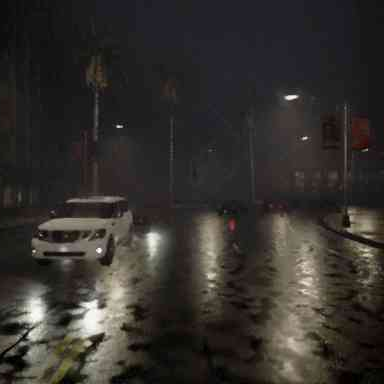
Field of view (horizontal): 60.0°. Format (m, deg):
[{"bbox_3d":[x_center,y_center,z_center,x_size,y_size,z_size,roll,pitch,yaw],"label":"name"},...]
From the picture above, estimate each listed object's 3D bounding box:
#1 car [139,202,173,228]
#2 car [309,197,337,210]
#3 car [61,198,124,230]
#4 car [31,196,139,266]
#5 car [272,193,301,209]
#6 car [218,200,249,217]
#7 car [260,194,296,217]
[{"bbox_3d":[-2.574,1.436,21.989,1.882,1.535,5.008,0,0,10],"label":"car"},{"bbox_3d":[16.794,1.399,42.160,5.008,1.535,1.882,0,0,-41],"label":"car"},{"bbox_3d":[-6.230,1.309,21.502,2.097,1.767,4.553,0,0,10],"label":"car"},{"bbox_3d":[-3.503,1.199,11.840,2.150,2.045,5.566,0,0,0],"label":"car"},{"bbox_3d":[11.817,1.143,42.328,2.150,2.045,5.566,0,0,44],"label":"car"},{"bbox_3d":[3.783,1.469,30.388,1.812,1.442,4.674,0,0,25],"label":"car"},{"bbox_3d":[7.832,1.294,30.743,2.097,1.767,4.553,0,0,28],"label":"car"}]
